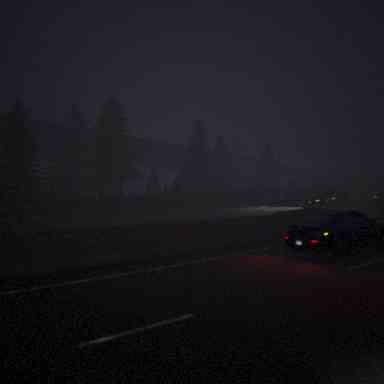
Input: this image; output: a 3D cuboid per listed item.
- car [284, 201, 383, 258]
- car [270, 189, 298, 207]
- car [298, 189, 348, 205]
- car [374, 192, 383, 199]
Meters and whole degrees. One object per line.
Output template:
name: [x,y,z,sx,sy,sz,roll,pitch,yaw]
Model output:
car: [5.223,1.298,11.773,4.674,1.442,1.812,-3,2,-35]
car: [9.778,0.500,32.461,5.008,1.535,1.882,-4,2,-35]
car: [12.015,0.514,29.757,4.892,1.490,1.837,-4,2,-35]
car: [18.600,0.288,30.155,5.357,1.411,2.033,-3,2,-35]
